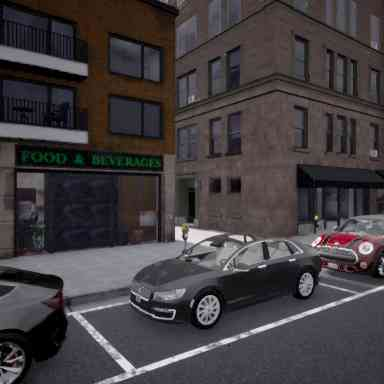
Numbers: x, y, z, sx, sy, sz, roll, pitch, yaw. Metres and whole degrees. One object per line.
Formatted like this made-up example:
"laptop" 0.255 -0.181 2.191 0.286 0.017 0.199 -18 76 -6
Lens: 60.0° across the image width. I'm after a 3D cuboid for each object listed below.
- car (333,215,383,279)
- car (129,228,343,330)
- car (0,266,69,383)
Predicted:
"car" 5.375 1.443 10.016 4.097 1.590 1.967 0 0 -35
"car" 0.880 1.551 6.815 4.403 1.369 2.008 0 0 -35
"car" -3.615 1.566 3.614 4.313 1.339 1.947 0 0 -35
